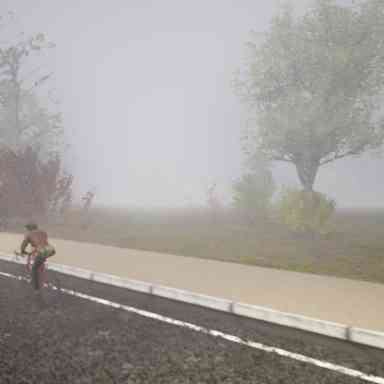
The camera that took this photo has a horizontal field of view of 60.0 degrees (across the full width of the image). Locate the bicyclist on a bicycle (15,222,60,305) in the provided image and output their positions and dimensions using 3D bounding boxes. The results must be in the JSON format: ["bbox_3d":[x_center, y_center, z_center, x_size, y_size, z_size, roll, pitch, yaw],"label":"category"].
[{"bbox_3d":[-3.226,1.452,6.890,1.656,1.620,0.582,0,0,35],"label":"bicyclist on a bicycle"}]
